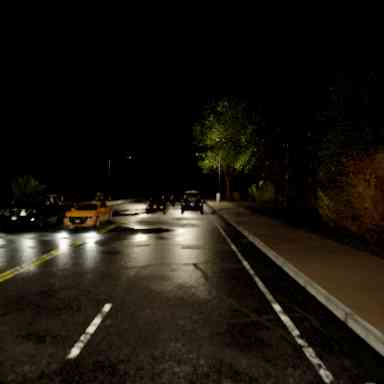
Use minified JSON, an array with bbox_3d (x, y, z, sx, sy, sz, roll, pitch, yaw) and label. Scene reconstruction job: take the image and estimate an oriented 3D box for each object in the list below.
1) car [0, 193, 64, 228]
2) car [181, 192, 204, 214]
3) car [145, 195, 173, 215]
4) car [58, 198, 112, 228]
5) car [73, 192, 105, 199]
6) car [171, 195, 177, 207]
[{"bbox_3d":[-9.829,1.082,21.108,2.150,2.045,5.566,0,0,0],"label":"car"},{"bbox_3d":[0.010,1.140,31.716,2.097,1.767,4.553,0,0,0],"label":"car"},{"bbox_3d":[-3.240,1.338,31.468,2.033,1.411,5.357,0,0,0],"label":"car"},{"bbox_3d":[-6.495,1.372,21.344,1.882,1.535,5.008,0,0,0],"label":"car"},{"bbox_3d":[-9.789,1.010,31.583,2.150,2.045,5.566,0,0,1],"label":"car"},{"bbox_3d":[-3.198,1.179,45.534,2.128,1.511,4.902,0,0,1],"label":"car"}]
